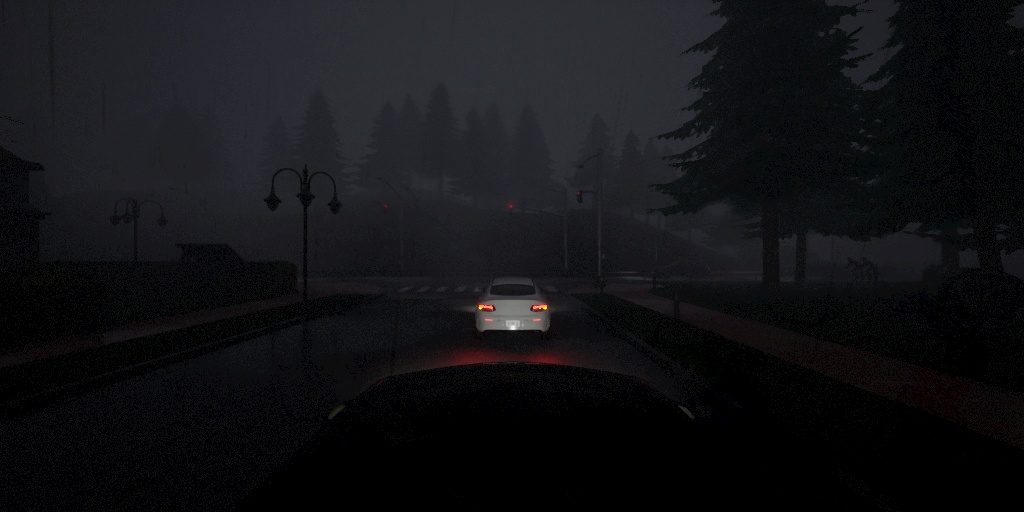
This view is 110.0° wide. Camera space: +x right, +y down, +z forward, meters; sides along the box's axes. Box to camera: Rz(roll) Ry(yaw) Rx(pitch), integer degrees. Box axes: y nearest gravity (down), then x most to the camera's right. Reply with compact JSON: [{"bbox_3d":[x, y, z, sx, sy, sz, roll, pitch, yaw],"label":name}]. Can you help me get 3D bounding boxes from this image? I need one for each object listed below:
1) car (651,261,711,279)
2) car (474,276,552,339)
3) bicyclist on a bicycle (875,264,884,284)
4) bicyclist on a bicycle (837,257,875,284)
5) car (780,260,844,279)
[{"bbox_3d":[14.055,1.113,29.889,4.674,1.442,1.812,0,0,-1],"label":"car"},{"bbox_3d":[0.020,1.276,9.955,1.812,1.442,4.674,0,0,0],"label":"car"},{"bbox_3d":[21.774,0.892,21.981,0.582,1.620,1.656,0,0,-14],"label":"bicyclist on a bicycle"},{"bbox_3d":[21.127,0.891,22.240,0.582,1.620,1.656,0,0,-16],"label":"bicyclist on a bicycle"},{"bbox_3d":[24.670,1.065,29.928,5.008,1.535,1.882,0,0,0],"label":"car"}]
